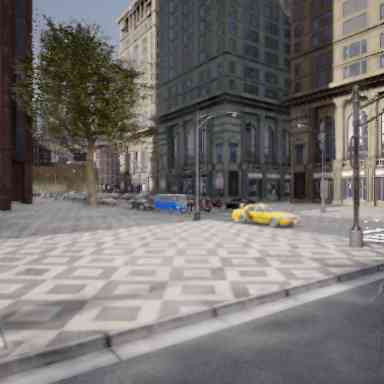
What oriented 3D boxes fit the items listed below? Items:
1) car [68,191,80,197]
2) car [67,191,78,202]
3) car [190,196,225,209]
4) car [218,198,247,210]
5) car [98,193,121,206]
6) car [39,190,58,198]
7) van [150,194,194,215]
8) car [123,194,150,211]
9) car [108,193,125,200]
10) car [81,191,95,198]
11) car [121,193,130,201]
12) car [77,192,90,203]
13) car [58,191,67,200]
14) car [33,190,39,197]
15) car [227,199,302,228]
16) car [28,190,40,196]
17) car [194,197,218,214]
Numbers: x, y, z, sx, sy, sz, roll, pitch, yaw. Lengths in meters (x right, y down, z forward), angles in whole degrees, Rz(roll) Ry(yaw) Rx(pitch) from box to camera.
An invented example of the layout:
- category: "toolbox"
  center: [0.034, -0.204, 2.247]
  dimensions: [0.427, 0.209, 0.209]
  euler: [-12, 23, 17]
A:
- category: "car"
  center: [-30.523, 0.473, 85.993]
  dimensions: [1.802, 1.307, 4.206]
  euler: [1, 0, -35]
- category: "car"
  center: [-18.086, 0.911, 53.526]
  dimensions: [2.008, 1.369, 4.403]
  euler: [1, 0, -35]
- category: "car"
  center: [1.819, 1.221, 40.066]
  dimensions: [1.887, 1.381, 4.507]
  euler: [1, 0, -35]
- category: "car"
  center: [5.051, 1.312, 35.473]
  dimensions: [1.947, 1.339, 4.313]
  euler: [1, 0, -35]
- category: "car"
  center: [-11.520, 1.051, 44.201]
  dimensions: [1.752, 1.417, 4.829]
  euler: [1, 0, -35]
- category: "car"
  center: [-31.020, 0.486, 71.897]
  dimensions: [1.967, 1.590, 4.097]
  euler: [1, 0, -35]
- category: "van"
  center: [-1.912, 1.089, 30.557]
  dimensions: [1.690, 1.788, 3.998]
  euler: [1, 0, -35]
- category: "car"
  center: [-5.148, 1.229, 35.150]
  dimensions: [2.008, 1.369, 4.403]
  euler: [1, 0, -35]
- category: "car"
  center: [-14.353, 0.860, 63.032]
  dimensions: [1.802, 1.307, 4.206]
  euler: [1, 0, -35]
- category: "car"
  center: [-24.055, 0.588, 76.808]
  dimensions: [1.887, 1.381, 4.507]
  euler: [1, 0, -35]
- category: "car"
  center: [-11.119, 0.909, 58.439]
  dimensions: [2.008, 1.369, 4.403]
  euler: [1, 0, -35]
- category: "car"
  center: [-14.851, 0.992, 48.933]
  dimensions: [2.008, 1.369, 4.403]
  euler: [1, 0, -35]
- category: "car"
  center: [-21.320, 0.831, 58.119]
  dimensions: [2.008, 1.369, 4.403]
  euler: [1, 0, -35]
- category: "car"
  center: [-37.489, 0.333, 81.083]
  dimensions: [1.967, 1.590, 4.097]
  euler: [1, 0, -35]
- category: "car"
  center: [4.654, 1.396, 21.227]
  dimensions: [1.752, 1.417, 4.829]
  euler: [1, 0, -35]
- category: "car"
  center: [-40.724, 0.258, 85.676]
  dimensions: [1.967, 1.590, 4.097]
  euler: [1, 0, -35]
- category: "car"
  center: [0.000, 1.237, 32.620]
  dimensions: [1.882, 1.535, 5.008]
  euler: [0, 1, -35]
